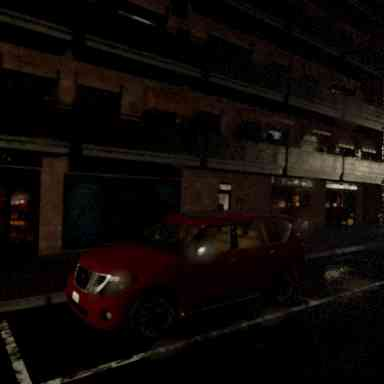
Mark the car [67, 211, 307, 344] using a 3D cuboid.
[{"bbox_3d":[0.228,1.357,6.697,5.009,1.841,2.192,1,1,-35],"label":"car"}]
